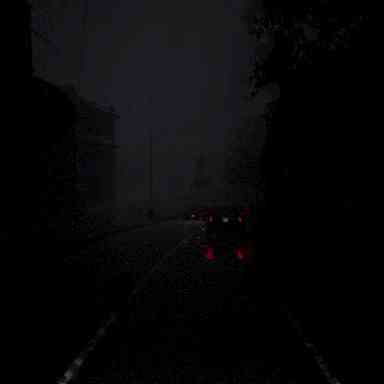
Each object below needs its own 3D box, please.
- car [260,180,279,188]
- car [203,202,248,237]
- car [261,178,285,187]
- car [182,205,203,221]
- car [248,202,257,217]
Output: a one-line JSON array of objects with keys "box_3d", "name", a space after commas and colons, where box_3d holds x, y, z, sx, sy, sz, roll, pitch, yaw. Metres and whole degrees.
[{"box_3d": [18.841, -1.793, 82.108, 4.181, 1.385, 1.994, 3, 6, 29], "name": "car"}, {"box_3d": [2.121, 1.550, 19.776, 2.097, 1.767, 4.553, 1, 0, 9], "name": "car"}, {"box_3d": [20.634, -2.379, 84.780, 5.566, 2.045, 2.150, 3, 6, 29], "name": "car"}, {"box_3d": [0.562, 1.805, 29.307, 1.994, 1.385, 4.181, 1, -1, 14], "name": "car"}, {"box_3d": [5.859, 1.772, 35.863, 1.882, 1.535, 5.008, 1, 2, 17], "name": "car"}]
